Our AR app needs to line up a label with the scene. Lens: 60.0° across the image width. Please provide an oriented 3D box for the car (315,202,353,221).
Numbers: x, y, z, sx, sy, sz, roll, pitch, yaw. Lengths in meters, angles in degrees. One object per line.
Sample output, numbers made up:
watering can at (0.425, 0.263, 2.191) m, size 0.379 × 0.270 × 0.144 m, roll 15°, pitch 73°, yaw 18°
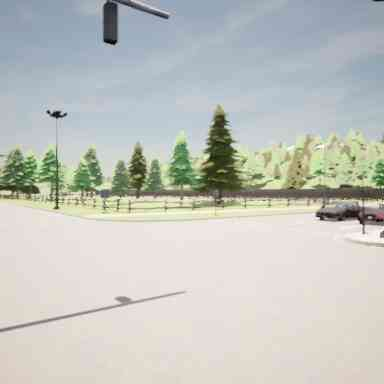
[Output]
car at (12.216, 1.527, 26.814) m, size 5.357 × 1.411 × 2.033 m, roll 0°, pitch 0°, yaw -35°

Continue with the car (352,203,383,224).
car at (13.579, 1.545, 23.492) m, size 4.181 × 1.385 × 1.994 m, roll 0°, pitch 0°, yaw -36°

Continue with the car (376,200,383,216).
car at (20.448, 1.520, 32.594) m, size 5.357 × 1.411 × 2.033 m, roll 0°, pitch 0°, yaw -36°
